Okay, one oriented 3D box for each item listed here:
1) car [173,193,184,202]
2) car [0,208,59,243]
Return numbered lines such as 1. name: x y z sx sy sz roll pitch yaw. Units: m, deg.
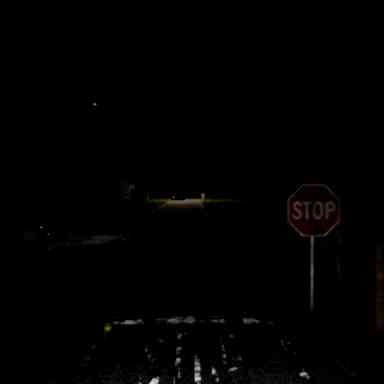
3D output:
1. car: -2.821 1.034 68.263 2.097 1.767 4.553 0 0 0
2. car: -8.602 1.441 14.907 5.008 1.535 1.882 0 0 -5
